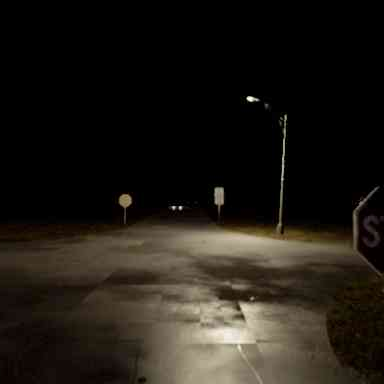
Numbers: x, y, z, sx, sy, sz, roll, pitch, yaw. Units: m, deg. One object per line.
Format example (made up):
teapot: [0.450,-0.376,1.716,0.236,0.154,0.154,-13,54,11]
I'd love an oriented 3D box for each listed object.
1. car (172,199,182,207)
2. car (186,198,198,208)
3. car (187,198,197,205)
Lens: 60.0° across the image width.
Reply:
car: [-2.767,2.089,64.072,2.033,1.411,5.357,0,0,0]
car: [-0.016,2.079,59.860,1.994,1.385,4.181,0,0,0]
car: [-0.018,2.033,69.915,1.994,1.385,4.181,0,0,0]
